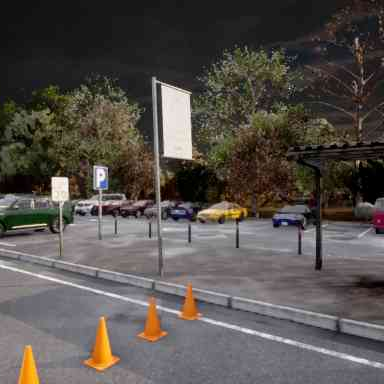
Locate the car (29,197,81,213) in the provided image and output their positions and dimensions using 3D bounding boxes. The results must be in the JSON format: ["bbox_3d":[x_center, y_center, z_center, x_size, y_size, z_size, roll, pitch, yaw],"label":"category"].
[{"bbox_3d":[-15.599,1.444,38.243,1.946,1.575,5.366,0,0,35],"label":"car"}]

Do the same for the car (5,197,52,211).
[{"bbox_3d":[-20.233,1.452,41.310,2.163,1.488,4.792,0,0,35],"label":"car"}]

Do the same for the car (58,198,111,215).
[{"bbox_3d":[-11.164,1.461,34.892,2.231,1.521,4.892,0,0,35],"label":"car"}]

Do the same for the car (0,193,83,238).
[{"bbox_3d":[-8.904,1.221,17.289,2.435,2.045,5.566,0,0,35],"label":"car"}]

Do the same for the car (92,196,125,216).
[{"bbox_3d":[-6.617,1.466,31.710,2.097,1.535,5.008,0,0,35],"label":"car"}]

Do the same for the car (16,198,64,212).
[{"bbox_3d":[-17.990,1.469,39.661,2.163,1.488,4.792,0,0,35],"label":"car"}]

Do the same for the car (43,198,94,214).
[{"bbox_3d":[-13.436,1.455,36.490,2.097,1.535,5.008,0,0,35],"label":"car"}]

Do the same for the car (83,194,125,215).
[{"bbox_3d":[-8.907,1.212,33.278,2.435,2.045,5.566,0,0,35],"label":"car"}]

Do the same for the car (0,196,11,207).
[{"bbox_3d":[-29.226,1.333,47.823,1.946,1.575,5.366,1,0,35],"label":"car"}]

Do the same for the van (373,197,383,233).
[{"bbox_3d":[11.613,1.264,19.032,1.878,1.987,4.442,0,0,35],"label":"van"}]

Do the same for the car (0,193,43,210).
[{"bbox_3d":[-22.535,1.153,42.857,2.435,2.045,5.566,0,0,35],"label":"car"}]

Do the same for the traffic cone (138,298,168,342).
[{"bbox_3d":[-0.617,1.957,5.220,0.340,0.580,0.340,0,0,35],"label":"traffic cone"}]

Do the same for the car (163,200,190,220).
[{"bbox_3d":[0.209,1.505,26.941,2.163,1.488,4.792,0,0,35],"label":"car"}]

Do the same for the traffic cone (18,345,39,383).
[{"bbox_3d":[-1.767,1.957,3.587,0.340,0.580,0.340,0,0,35],"label":"traffic cone"}]

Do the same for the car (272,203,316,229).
[{"bbox_3d":[6.989,1.513,22.105,2.163,1.488,4.792,0,0,35],"label":"car"}]

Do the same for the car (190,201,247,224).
[{"bbox_3d":[2.356,1.475,25.169,1.946,1.575,5.366,0,0,35],"label":"car"}]

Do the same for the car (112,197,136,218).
[{"bbox_3d":[-4.345,1.469,30.113,2.097,1.535,5.008,0,0,35],"label":"car"}]

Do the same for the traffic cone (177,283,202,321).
[{"bbox_3d":[-0.042,1.957,6.036,0.340,0.580,0.340,0,0,36],"label":"traffic cone"}]

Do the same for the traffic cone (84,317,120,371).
[{"bbox_3d":[-1.192,1.957,4.404,0.340,0.580,0.340,0,0,35],"label":"traffic cone"}]

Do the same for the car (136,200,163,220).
[{"bbox_3d":[-2.074,1.473,28.518,2.231,1.521,4.892,0,0,35],"label":"car"}]
